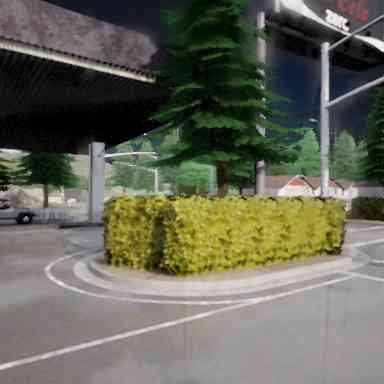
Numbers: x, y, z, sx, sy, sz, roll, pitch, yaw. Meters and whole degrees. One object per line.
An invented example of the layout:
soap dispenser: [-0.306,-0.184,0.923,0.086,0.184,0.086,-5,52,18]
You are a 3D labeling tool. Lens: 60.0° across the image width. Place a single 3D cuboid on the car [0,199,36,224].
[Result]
car: [-12.950,1.340,22.779,3.866,1.878,1.905,1,0,-36]
